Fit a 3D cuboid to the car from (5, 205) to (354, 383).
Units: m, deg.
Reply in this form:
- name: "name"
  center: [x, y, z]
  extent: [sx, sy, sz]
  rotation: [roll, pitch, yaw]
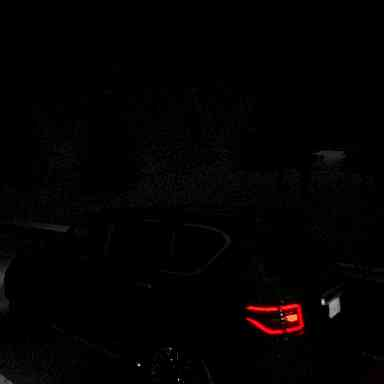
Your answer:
- name: "car"
  center: [-0.672, 1.220, 4.954]
  extent: [5.566, 2.045, 2.150]
  rotation: [0, 0, 40]
